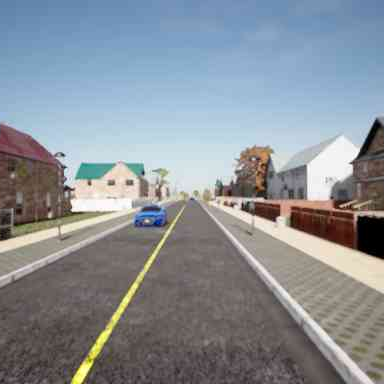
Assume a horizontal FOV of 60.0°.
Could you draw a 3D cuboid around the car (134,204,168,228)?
[{"bbox_3d":[-2.799,1.584,23.444,1.882,1.535,5.008,0,0,1],"label":"car"}]
